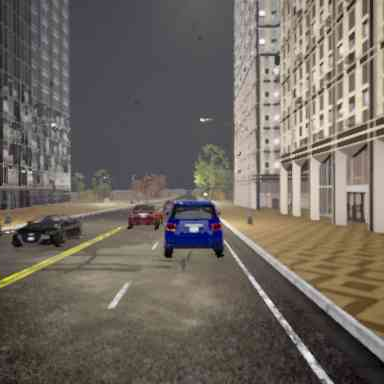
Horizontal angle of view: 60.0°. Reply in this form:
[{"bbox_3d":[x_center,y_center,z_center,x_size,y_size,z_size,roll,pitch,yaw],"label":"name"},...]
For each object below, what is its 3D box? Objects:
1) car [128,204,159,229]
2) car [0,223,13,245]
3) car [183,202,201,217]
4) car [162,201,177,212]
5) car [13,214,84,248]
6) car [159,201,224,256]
[{"bbox_3d":[-3.210,1.616,23.956,2.097,1.767,4.553,0,-1,0],"label":"car"},{"bbox_3d":[-9.880,1.723,13.543,2.033,1.411,5.357,0,-1,0],"label":"car"},{"bbox_3d":[0.003,1.915,37.196,1.812,1.442,4.674,0,-1,0],"label":"car"},{"bbox_3d":[-3.282,2.046,49.250,1.812,1.442,4.674,0,0,0],"label":"car"},{"bbox_3d":[-6.632,1.753,15.691,1.994,1.385,4.181,0,-1,0],"label":"car"},{"bbox_3d":[0.065,1.372,13.871,2.150,2.045,5.566,0,0,0],"label":"car"}]
